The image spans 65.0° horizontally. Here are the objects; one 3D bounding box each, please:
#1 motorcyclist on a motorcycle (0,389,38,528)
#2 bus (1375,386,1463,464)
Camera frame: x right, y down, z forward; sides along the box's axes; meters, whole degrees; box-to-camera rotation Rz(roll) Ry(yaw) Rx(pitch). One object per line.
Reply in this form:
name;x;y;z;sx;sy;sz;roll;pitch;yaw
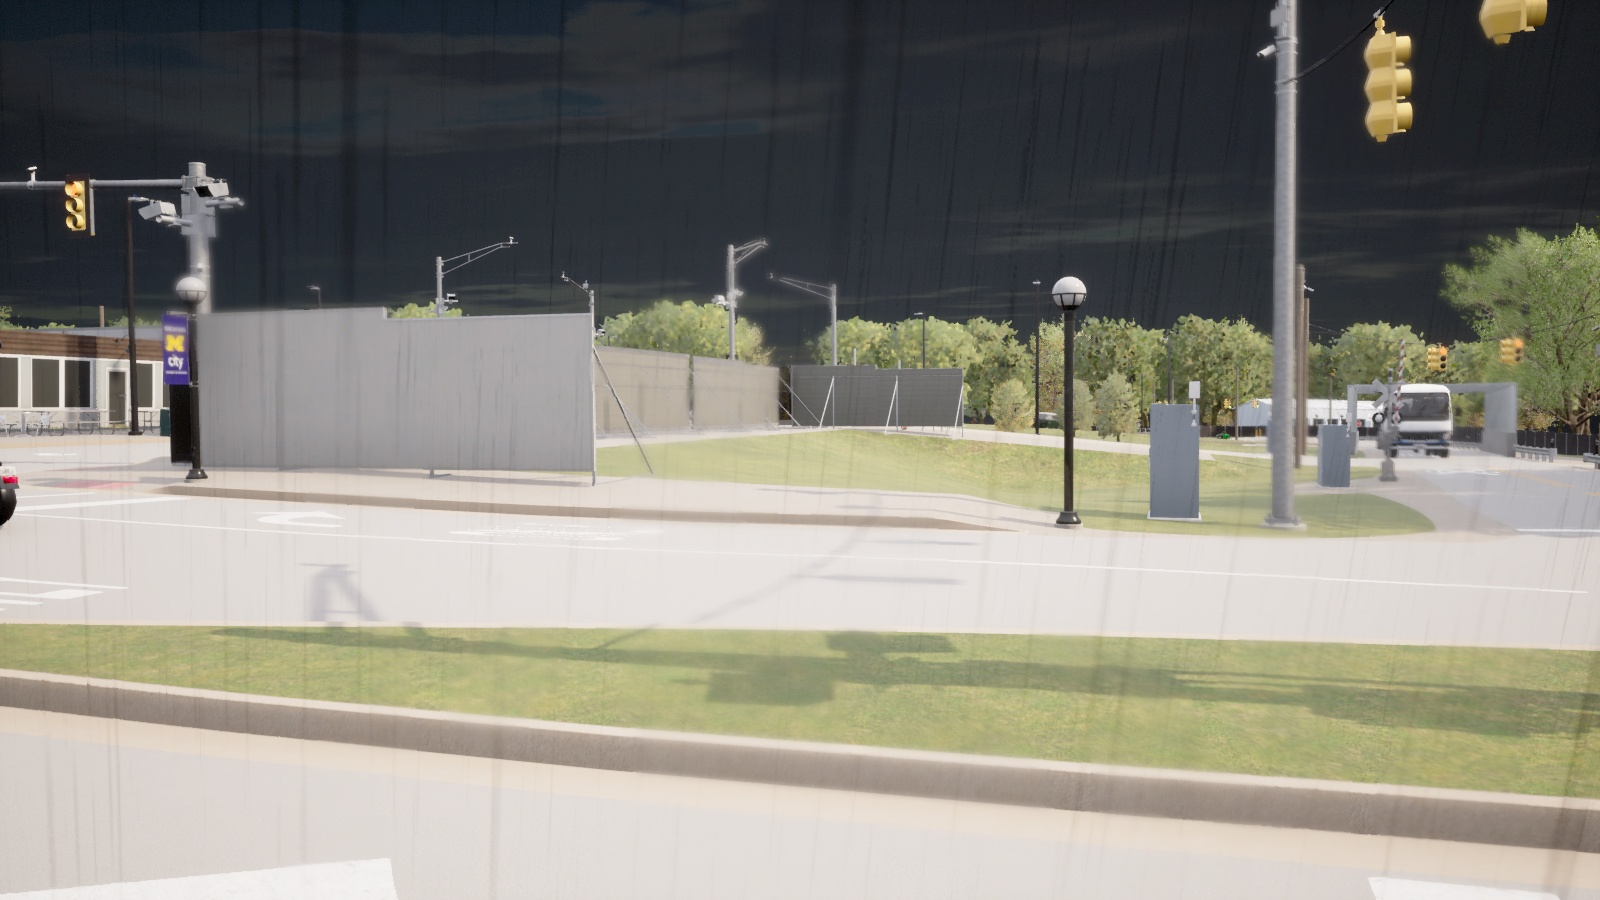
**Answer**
motorcyclist on a motorcycle;-10.607;0.053;15.367;2.350;1.649;0.766;2;2;15
bus;36.215;-1.412;73.809;3.944;4.253;10.273;1;1;23
